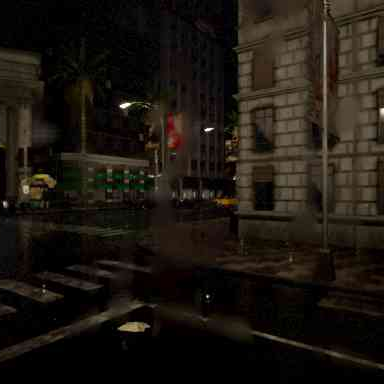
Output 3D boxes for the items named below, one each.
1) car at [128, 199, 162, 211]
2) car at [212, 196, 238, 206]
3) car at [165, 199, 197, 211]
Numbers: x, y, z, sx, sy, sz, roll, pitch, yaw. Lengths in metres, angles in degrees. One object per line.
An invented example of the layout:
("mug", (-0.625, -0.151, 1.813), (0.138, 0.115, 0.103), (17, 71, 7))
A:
("car", (-5.396, 1.540, 41.210), (2.033, 1.411, 5.357), (0, 0, 36))
("car", (5.335, 1.470, 54.256), (5.008, 1.535, 1.882), (0, 0, -43))
("car", (-1.226, 1.558, 40.920), (1.994, 1.385, 4.181), (0, 0, 37))
